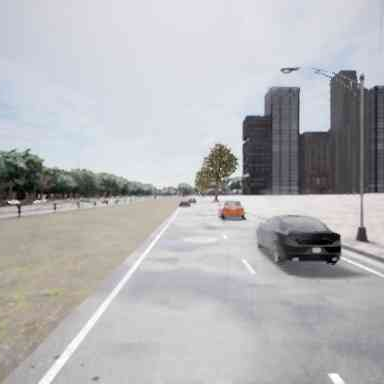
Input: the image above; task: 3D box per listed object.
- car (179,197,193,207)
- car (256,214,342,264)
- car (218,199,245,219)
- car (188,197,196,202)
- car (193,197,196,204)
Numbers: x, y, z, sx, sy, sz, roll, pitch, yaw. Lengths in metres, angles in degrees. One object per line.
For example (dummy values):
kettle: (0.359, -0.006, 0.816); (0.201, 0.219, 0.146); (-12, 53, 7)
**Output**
car: (-1.236, 1.859, 57.050); (1.812, 1.442, 4.674); (0, 0, 0)
car: (3.597, 1.544, 12.071); (1.882, 1.535, 5.008); (0, 0, 0)
car: (3.595, 1.522, 30.906); (2.097, 1.767, 4.553); (0, 0, 0)
car: (-0.016, 2.145, 93.256); (2.033, 1.411, 5.357); (0, 0, 0)
car: (-0.014, 1.890, 74.218); (1.994, 1.385, 4.181); (0, 0, 0)
